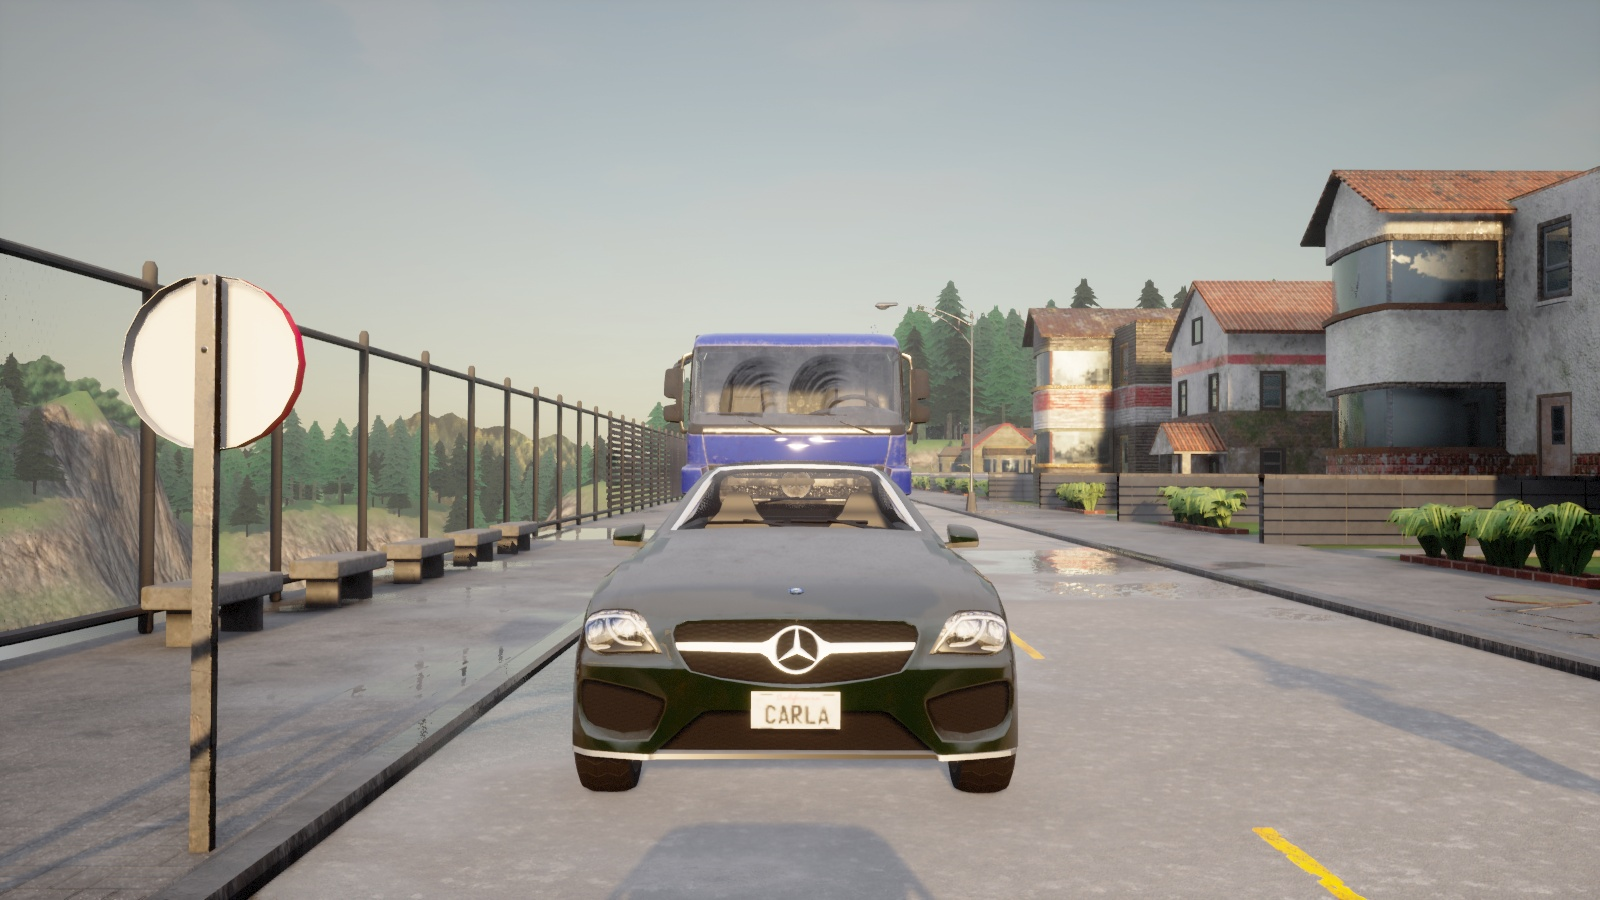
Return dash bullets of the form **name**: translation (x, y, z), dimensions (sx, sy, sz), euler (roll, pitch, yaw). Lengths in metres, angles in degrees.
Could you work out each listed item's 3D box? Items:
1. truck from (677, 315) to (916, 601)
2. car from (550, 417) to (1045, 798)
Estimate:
- **truck**: translation (-0.052, 0.155, 19.219), dimensions (2.891, 3.462, 7.936), euler (0, -1, 0)
- **car**: translation (-0.021, 0.727, 7.996), dimensions (2.152, 1.651, 5.027), euler (0, -1, 0)
